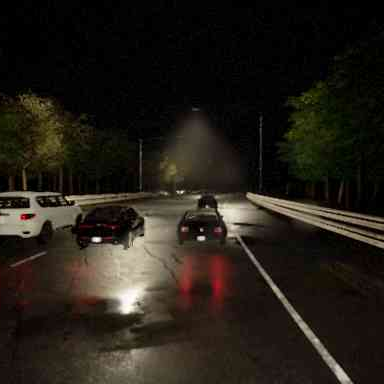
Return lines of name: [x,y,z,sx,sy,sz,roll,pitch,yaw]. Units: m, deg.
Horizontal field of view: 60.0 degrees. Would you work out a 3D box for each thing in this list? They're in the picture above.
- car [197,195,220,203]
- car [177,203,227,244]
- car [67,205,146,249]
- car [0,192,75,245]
car: [1.552,1.040,32.210,1.837,1.490,4.892,0,1,5]
car: [0.440,1.389,14.459,1.895,1.301,4.718,0,1,2]
car: [-3.089,1.303,13.497,1.837,1.490,4.892,0,1,2]
car: [-6.567,1.004,14.377,2.150,2.045,5.566,0,1,2]
